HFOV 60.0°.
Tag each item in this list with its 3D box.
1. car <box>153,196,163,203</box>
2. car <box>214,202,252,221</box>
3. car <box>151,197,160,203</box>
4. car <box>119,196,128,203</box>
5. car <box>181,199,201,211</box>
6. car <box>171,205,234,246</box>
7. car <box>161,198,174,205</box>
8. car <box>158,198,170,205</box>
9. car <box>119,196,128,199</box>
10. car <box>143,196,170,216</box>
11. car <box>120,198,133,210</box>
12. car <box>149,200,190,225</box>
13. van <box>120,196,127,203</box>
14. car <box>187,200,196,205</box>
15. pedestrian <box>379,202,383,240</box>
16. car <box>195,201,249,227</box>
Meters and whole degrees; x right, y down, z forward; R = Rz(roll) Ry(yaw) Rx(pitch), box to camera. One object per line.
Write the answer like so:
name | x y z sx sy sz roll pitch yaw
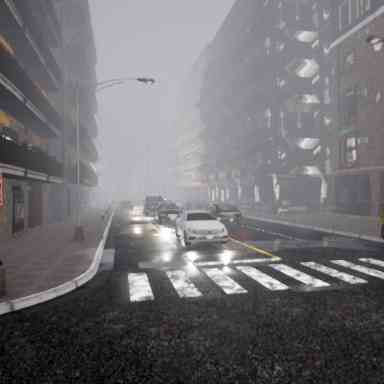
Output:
car | -8.667 1.954 84.013 1.967 1.590 4.097 -1 0 -12
car | 3.407 1.602 28.871 1.752 1.417 4.829 -1 0 -12
car | -9.877 2.144 89.544 1.802 1.307 4.206 -1 0 -12
car | -19.282 2.035 93.302 2.192 1.841 5.009 -1 0 -12
car | -0.189 1.746 45.295 1.887 1.381 4.507 -1 0 -12
car | 0.303 1.598 15.979 1.812 1.442 4.674 -1 0 -11
car | -5.033 1.930 67.421 2.008 1.369 4.403 -1 0 -12
car | -6.244 1.974 72.952 2.008 1.369 4.403 -1 0 -12
car | -14.438 1.843 71.181 2.192 1.841 5.009 -1 0 -12
car | -4.113 1.433 36.179 2.150 2.045 5.566 -1 0 -12
car | -9.590 1.932 49.053 1.802 1.307 4.206 -1 0 -12
car | -1.869 1.628 25.899 2.128 1.511 4.902 -1 0 -12
van | -18.070 2.008 87.774 1.690 1.788 3.998 -1 0 -12
car | 1.021 1.702 39.765 1.887 1.381 4.507 -1 0 -12
pedestrian | 7.403 1.260 12.706 0.375 1.860 0.375 -1 0 -12
car | 1.968 1.566 23.297 2.128 1.511 4.902 -1 0 -12
